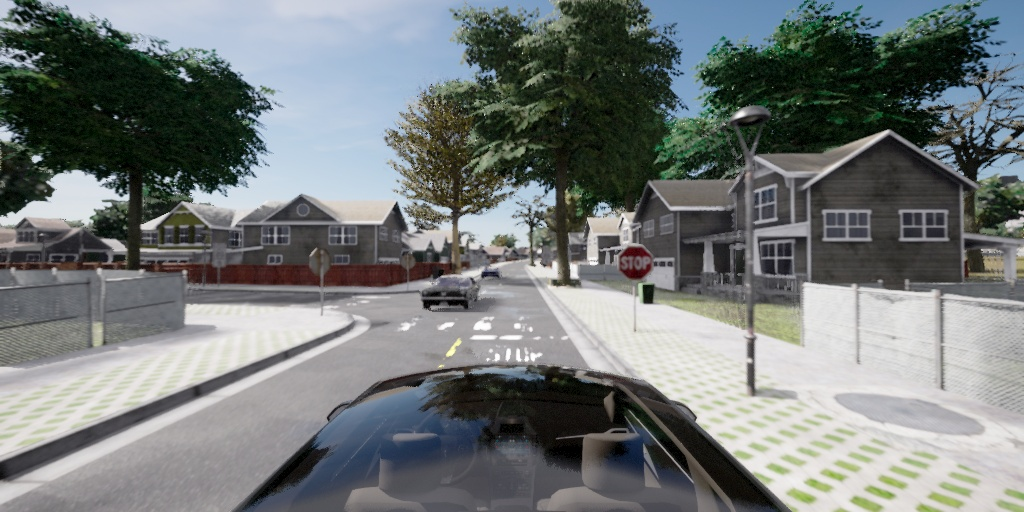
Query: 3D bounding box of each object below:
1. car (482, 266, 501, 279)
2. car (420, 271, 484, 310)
[{"bbox_3d":[-2.151,1.713,37.638,1.895,1.301,4.718,0,0,1],"label":"car"},{"bbox_3d":[-2.539,1.514,15.716,1.895,1.301,4.718,0,-1,1],"label":"car"}]
